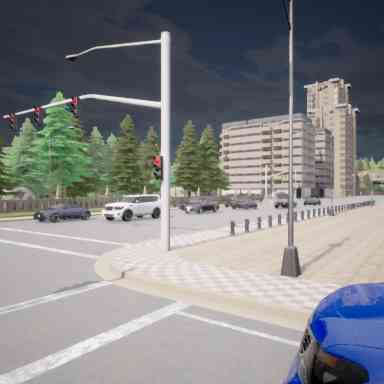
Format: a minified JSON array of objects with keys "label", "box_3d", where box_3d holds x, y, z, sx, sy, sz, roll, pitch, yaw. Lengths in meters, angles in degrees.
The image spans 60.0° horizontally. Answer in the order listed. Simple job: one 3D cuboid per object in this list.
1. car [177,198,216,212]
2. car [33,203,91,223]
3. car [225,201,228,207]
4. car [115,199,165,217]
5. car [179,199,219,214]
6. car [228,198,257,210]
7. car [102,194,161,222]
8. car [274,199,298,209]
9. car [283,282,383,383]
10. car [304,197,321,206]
[{"label":"car","box_3d":[0.665,1.547,40.714,2.033,1.411,5.357,0,0,36]},{"label":"car","box_3d":[-9.977,1.564,25.799,1.994,1.385,4.181,0,0,36]},{"label":"car","box_3d":[6.491,1.564,48.822,1.994,1.385,4.181,0,0,36]},{"label":"car","box_3d":[-5.012,1.491,32.758,2.128,1.511,4.902,0,0,35]},{"label":"car","box_3d":[1.082,1.492,35.271,2.128,1.511,4.902,0,0,36]},{"label":"car","box_3d":[6.909,1.564,43.412,1.994,1.385,4.181,0,0,36]},{"label":"car","box_3d":[-4.683,1.221,27.192,2.150,2.045,5.566,0,0,35]},{"label":"car","box_3d":[12.914,1.601,45.498,1.895,1.301,4.718,0,0,36]},{"label":"car","box_3d":[3.316,1.221,1.601,5.566,2.045,2.150,0,0,36]},{"label":"car","box_3d":[20.195,1.564,55.706,1.994,1.385,4.181,0,0,35]}]
